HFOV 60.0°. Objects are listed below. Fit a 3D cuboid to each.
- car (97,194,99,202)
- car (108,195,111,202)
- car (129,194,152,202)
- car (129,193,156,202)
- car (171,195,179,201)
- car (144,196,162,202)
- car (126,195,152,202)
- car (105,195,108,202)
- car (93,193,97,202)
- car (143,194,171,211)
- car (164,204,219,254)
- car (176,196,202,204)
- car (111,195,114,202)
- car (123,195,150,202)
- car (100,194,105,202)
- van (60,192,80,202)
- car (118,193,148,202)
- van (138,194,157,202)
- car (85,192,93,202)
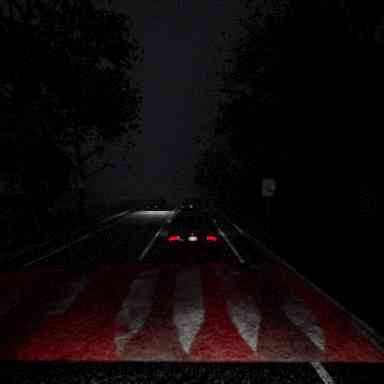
[{"bbox_3d":[-23.854,1.459,73.274,4.892,1.521,2.231,0,-1,0],"label":"car"},{"bbox_3d":[-23.919,1.742,84.352,5.008,1.535,2.097,0,-1,0],"label":"car"},{"bbox_3d":[-10.796,1.257,70.371,4.553,1.767,2.185,0,-1,0],"label":"car"},{"bbox_3d":[-10.752,1.200,73.146,5.566,2.045,2.435,0,-1,0],"label":"car"},{"bbox_3d":[-3.724,1.441,76.855,1.837,1.490,4.892,0,-1,0],"label":"car"},{"bbox_3d":[-10.894,1.989,92.565,4.674,1.452,2.002,0,-1,0],"label":"car"},{"bbox_3d":[-10.755,1.319,67.592,5.008,1.535,2.097,0,-1,0],"label":"car"},{"bbox_3d":[-23.902,1.668,81.457,5.008,1.535,2.097,0,-1,0],"label":"car"},{"bbox_3d":[-23.660,1.386,70.509,5.366,1.575,1.946,0,-1,0],"label":"car"},{"bbox_3d":[-3.556,1.221,34.582,1.994,1.385,4.181,0,0,0],"label":"car"},{"bbox_3d":[0.009,1.461,12.929,2.033,1.411,5.357,0,1,0],"label":"car"},{"bbox_3d":[-0.087,1.245,30.272,2.033,1.411,5.357,0,1,0],"label":"car"},{"bbox_3d":[-23.934,1.814,87.121,4.892,1.521,2.231,0,-1,0],"label":"car"},{"bbox_3d":[-10.738,1.265,64.821,4.892,1.521,2.231,0,-1,0],"label":"car"},{"bbox_3d":[-23.861,1.474,78.816,4.553,1.767,2.185,0,-1,0],"label":"car"},{"bbox_3d":[-23.930,1.041,64.853,4.442,1.987,1.878,0,-1,0],"label":"van"},{"bbox_3d":[-10.531,1.213,62.054,5.366,1.575,1.946,0,-1,0],"label":"car"},{"bbox_3d":[-10.944,1.439,81.470,4.442,1.987,1.878,0,-1,0],"label":"van"},{"bbox_3d":[-23.857,1.073,67.745,5.566,2.045,2.435,0,-1,0],"label":"car"}]
